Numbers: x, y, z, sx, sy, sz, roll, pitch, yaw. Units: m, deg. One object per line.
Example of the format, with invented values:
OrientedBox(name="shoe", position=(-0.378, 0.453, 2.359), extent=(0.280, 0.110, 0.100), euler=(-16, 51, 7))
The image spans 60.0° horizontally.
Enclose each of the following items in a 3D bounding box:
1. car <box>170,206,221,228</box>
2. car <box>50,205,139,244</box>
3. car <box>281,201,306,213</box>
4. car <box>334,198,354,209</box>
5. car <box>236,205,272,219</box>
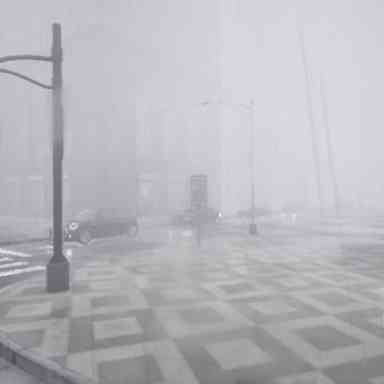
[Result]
OrientedBox(name="car", position=(0.378, 1.788, 24.794), extent=(1.837, 1.490, 4.892), euler=(-1, -1, 35))
OrientedBox(name="car", position=(-4.983, 1.594, 17.340), extent=(2.097, 1.767, 4.553), euler=(-1, -1, 36))
OrientedBox(name="car", position=(12.997, 1.888, 42.359), extent=(1.837, 1.490, 4.892), euler=(-1, -1, 36))
OrientedBox(name="car", position=(23.875, 1.778, 52.178), extent=(2.097, 1.767, 4.553), euler=(-1, -1, 35))
OrientedBox(name="car", position=(6.195, 1.930, 32.929), extent=(1.895, 1.301, 4.718), euler=(-1, -1, 36))
